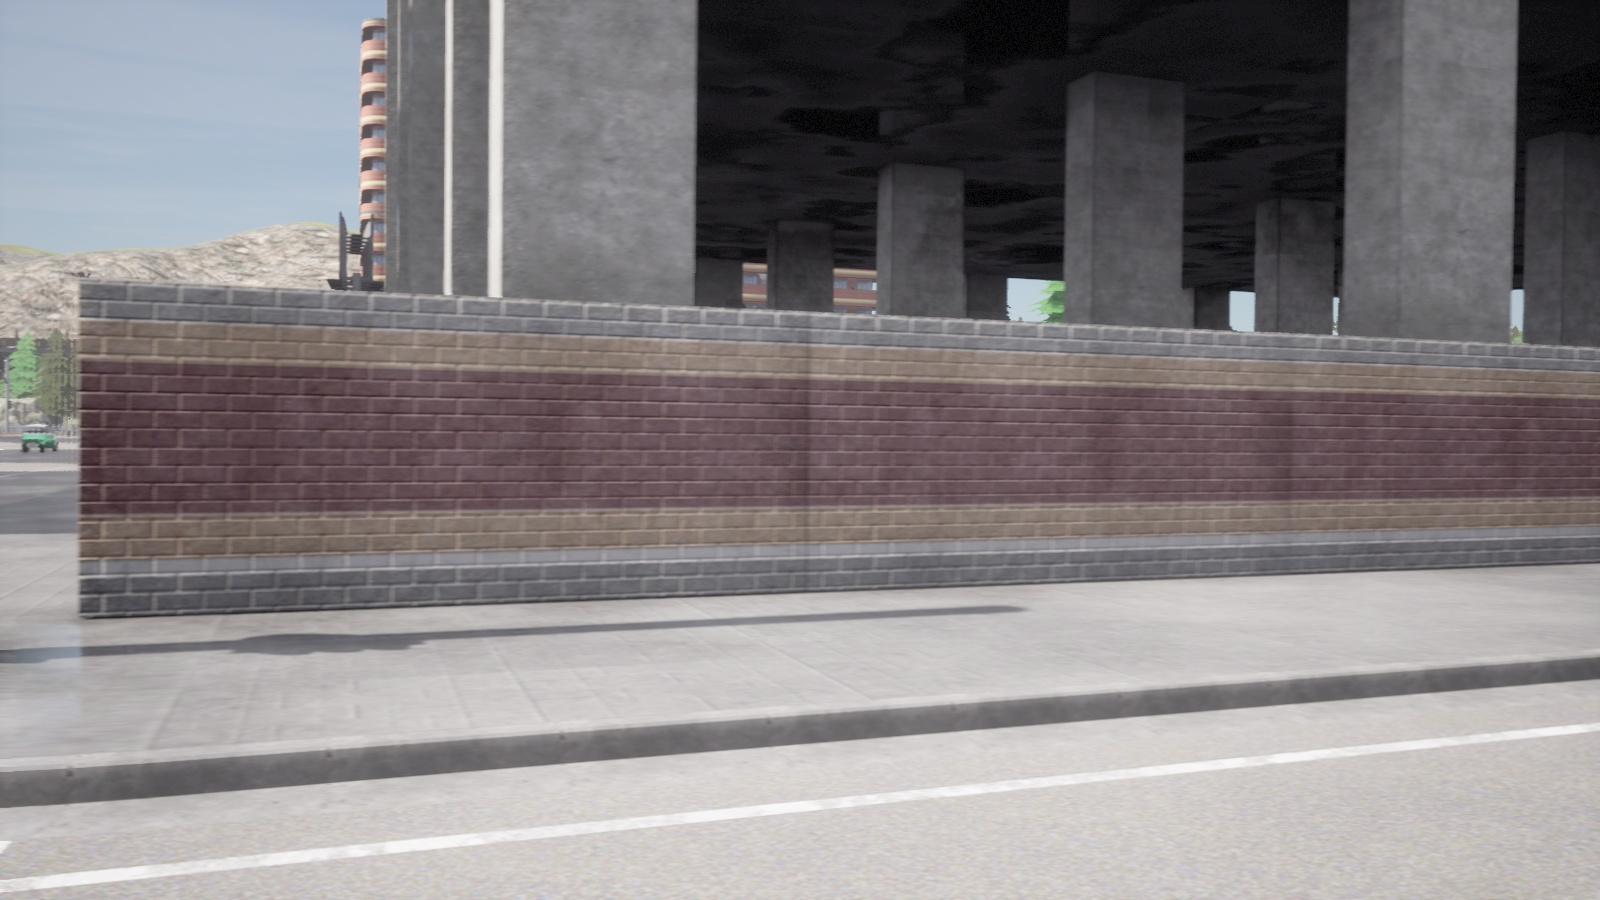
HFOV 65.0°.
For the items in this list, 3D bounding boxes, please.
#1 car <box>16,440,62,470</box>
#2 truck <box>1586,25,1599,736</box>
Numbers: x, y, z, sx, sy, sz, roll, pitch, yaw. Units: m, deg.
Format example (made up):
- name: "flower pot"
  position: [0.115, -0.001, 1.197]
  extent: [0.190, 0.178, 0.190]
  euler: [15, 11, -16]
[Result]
- name: "car"
  position: [-36.607, 0.209, 60.453]
  extent: [1.481, 1.376, 2.207]
  euler: [-1, 1, -20]
- name: "truck"
  position: [8.096, -0.377, 6.214]
  extent: [7.936, 3.462, 2.891]
  euler: [-1, 1, -20]
